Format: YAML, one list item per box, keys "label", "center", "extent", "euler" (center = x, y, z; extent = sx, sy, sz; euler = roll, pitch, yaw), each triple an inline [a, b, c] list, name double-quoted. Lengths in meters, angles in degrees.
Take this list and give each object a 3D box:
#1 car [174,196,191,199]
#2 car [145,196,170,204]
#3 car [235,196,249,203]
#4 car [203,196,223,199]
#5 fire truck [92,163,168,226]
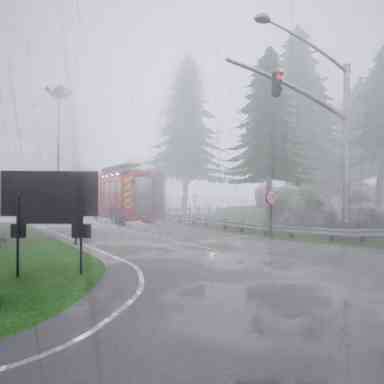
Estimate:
- label: "car"
  center: [-2.374, 1.638, 64.574]
  extent: [4.892, 1.490, 1.837]
  euler: [0, 0, -35]
- label: "car"
  center: [-7.261, 1.624, 69.616]
  extent: [4.892, 1.490, 1.837]
  euler: [0, 0, -35]
- label: "car"
  center: [10.432, 1.705, 73.436]
  extent: [4.892, 1.490, 1.837]
  euler: [0, 0, -35]
- label: "car"
  center: [5.719, 1.721, 78.683]
  extent: [4.674, 1.442, 1.812]
  euler: [0, 0, -35]
- label: "fire truck"
  center: [-4.985, 0.189, 23.486]
  extent: [2.891, 3.827, 8.468]
  euler: [-1, 0, -31]
